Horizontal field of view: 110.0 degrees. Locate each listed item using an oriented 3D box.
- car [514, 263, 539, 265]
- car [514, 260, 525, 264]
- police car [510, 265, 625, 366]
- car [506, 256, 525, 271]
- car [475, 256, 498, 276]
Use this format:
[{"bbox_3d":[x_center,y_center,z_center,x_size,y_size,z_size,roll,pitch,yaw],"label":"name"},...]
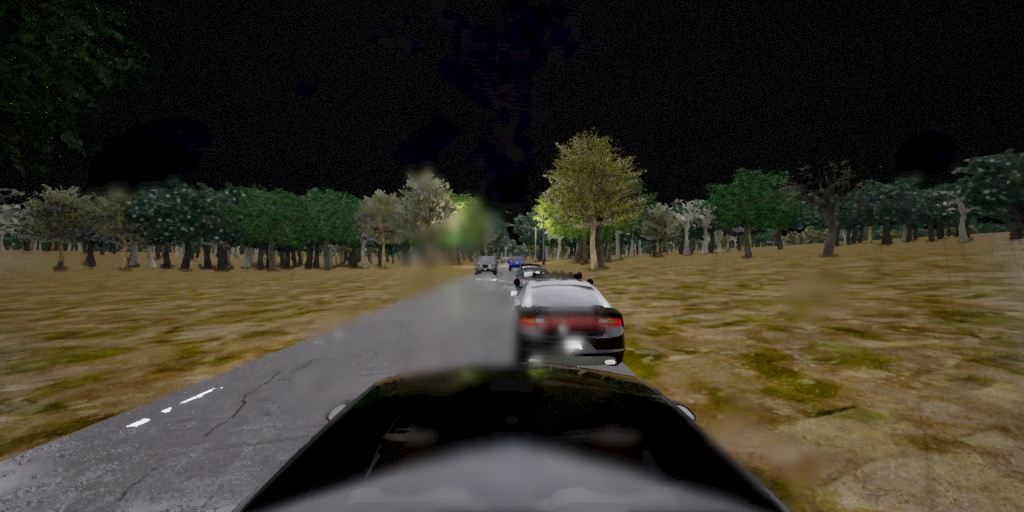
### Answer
[{"bbox_3d":[1.119,1.276,18.003,1.812,1.442,4.674,0,0,1],"label":"car"},{"bbox_3d":[1.193,1.259,24.002,1.837,1.490,4.892,0,0,1],"label":"car"},{"bbox_3d":[0.996,1.174,8.112,1.930,1.638,5.238,0,0,1],"label":"police car"},{"bbox_3d":[0.674,0.999,50.099,2.150,2.045,5.566,0,0,1],"label":"car"},{"bbox_3d":[-2.630,0.988,38.221,2.150,2.045,5.566,0,0,1],"label":"car"}]
